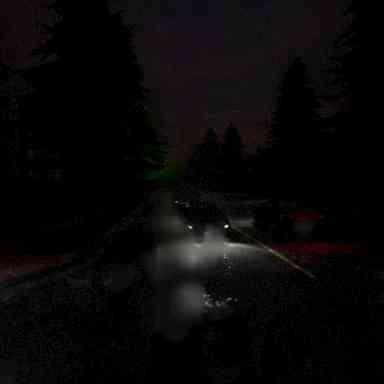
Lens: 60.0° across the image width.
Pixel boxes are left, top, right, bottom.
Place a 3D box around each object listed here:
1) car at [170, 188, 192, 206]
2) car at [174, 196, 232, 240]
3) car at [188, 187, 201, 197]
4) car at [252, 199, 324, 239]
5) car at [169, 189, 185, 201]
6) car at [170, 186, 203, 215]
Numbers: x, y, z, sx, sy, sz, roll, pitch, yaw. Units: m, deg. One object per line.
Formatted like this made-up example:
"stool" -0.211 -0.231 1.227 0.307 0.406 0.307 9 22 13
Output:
"car" -1.282 0.463 35.617 2.097 1.767 4.553 -1 1 -4
"car" 0.407 1.146 15.004 2.033 1.411 5.357 -1 1 -5
"car" 0.390 -0.045 60.037 1.882 1.535 5.008 -1 1 -5
"car" 4.003 1.028 14.673 1.882 1.535 5.008 -1 1 -2
"car" -2.098 0.417 45.824 2.033 1.411 5.357 -1 1 -4
"car" -0.450 0.575 25.353 2.150 2.045 5.566 -1 1 -4
